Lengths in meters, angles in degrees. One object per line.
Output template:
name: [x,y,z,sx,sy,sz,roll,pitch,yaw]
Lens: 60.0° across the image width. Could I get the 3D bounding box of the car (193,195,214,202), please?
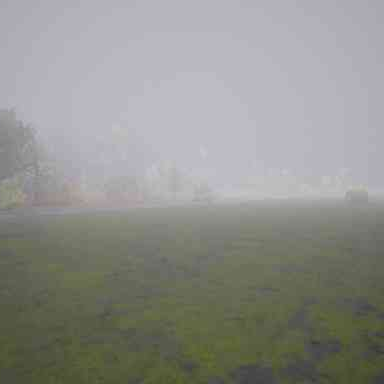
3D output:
car: [2.049,1.153,58.555,1.994,1.385,4.181,0,1,36]
